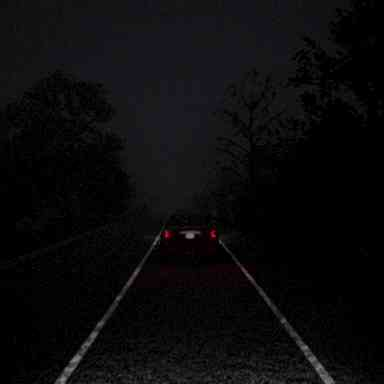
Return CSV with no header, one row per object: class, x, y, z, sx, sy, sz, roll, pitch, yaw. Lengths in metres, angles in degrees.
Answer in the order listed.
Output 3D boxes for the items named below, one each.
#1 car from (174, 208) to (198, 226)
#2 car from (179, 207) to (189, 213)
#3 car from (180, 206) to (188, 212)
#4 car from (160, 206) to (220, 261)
car,-0.544,2.072,28.431,1.895,1.301,4.718,0,-2,-2
car,-1.918,4.245,78.113,2.128,1.511,4.902,0,-3,-2
car,-2.248,4.600,89.937,2.097,1.767,4.553,0,-3,-2
car,-0.114,1.543,13.339,2.097,1.767,4.553,0,-1,-1
